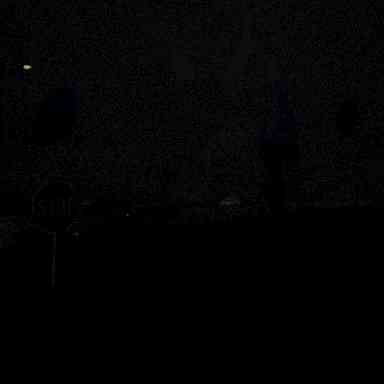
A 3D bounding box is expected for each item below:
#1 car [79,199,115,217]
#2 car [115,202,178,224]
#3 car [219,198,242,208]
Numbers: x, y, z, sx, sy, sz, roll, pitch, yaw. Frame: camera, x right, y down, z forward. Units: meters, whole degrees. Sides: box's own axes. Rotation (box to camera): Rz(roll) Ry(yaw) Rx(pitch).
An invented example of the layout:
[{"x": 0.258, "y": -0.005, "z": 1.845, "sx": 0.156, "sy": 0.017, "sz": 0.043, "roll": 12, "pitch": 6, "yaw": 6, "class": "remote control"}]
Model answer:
[{"x": -8.838, "y": 1.389, "z": 29.455, "sx": 1.812, "sy": 1.442, "sz": 4.674, "roll": 2, "pitch": 1, "yaw": 36, "class": "car"}, {"x": -3.102, "y": 1.488, "z": 25.450, "sx": 1.882, "sy": 1.535, "sz": 5.008, "roll": 2, "pitch": 0, "yaw": 36, "class": "car"}, {"x": 5.815, "y": 1.685, "z": 49.802, "sx": 1.812, "sy": 1.442, "sz": 4.674, "roll": 2, "pitch": 1, "yaw": 36, "class": "car"}]
